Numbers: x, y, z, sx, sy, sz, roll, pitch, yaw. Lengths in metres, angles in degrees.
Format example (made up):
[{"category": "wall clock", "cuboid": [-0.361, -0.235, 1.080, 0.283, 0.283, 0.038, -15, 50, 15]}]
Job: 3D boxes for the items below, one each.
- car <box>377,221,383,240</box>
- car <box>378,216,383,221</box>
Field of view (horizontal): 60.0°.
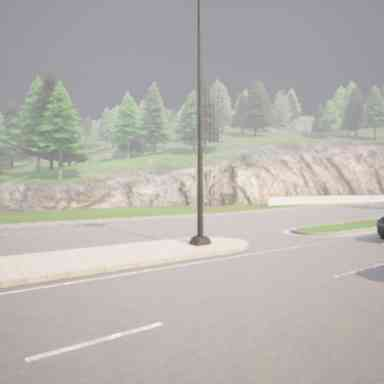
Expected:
[{"category": "car", "cuboid": [7.386, 1.497, 8.989, 5.357, 1.411, 2.033, 0, 0, -35]}, {"category": "car", "cuboid": [10.407, 1.426, 15.225, 4.892, 1.490, 1.837, 0, 0, -33]}]
